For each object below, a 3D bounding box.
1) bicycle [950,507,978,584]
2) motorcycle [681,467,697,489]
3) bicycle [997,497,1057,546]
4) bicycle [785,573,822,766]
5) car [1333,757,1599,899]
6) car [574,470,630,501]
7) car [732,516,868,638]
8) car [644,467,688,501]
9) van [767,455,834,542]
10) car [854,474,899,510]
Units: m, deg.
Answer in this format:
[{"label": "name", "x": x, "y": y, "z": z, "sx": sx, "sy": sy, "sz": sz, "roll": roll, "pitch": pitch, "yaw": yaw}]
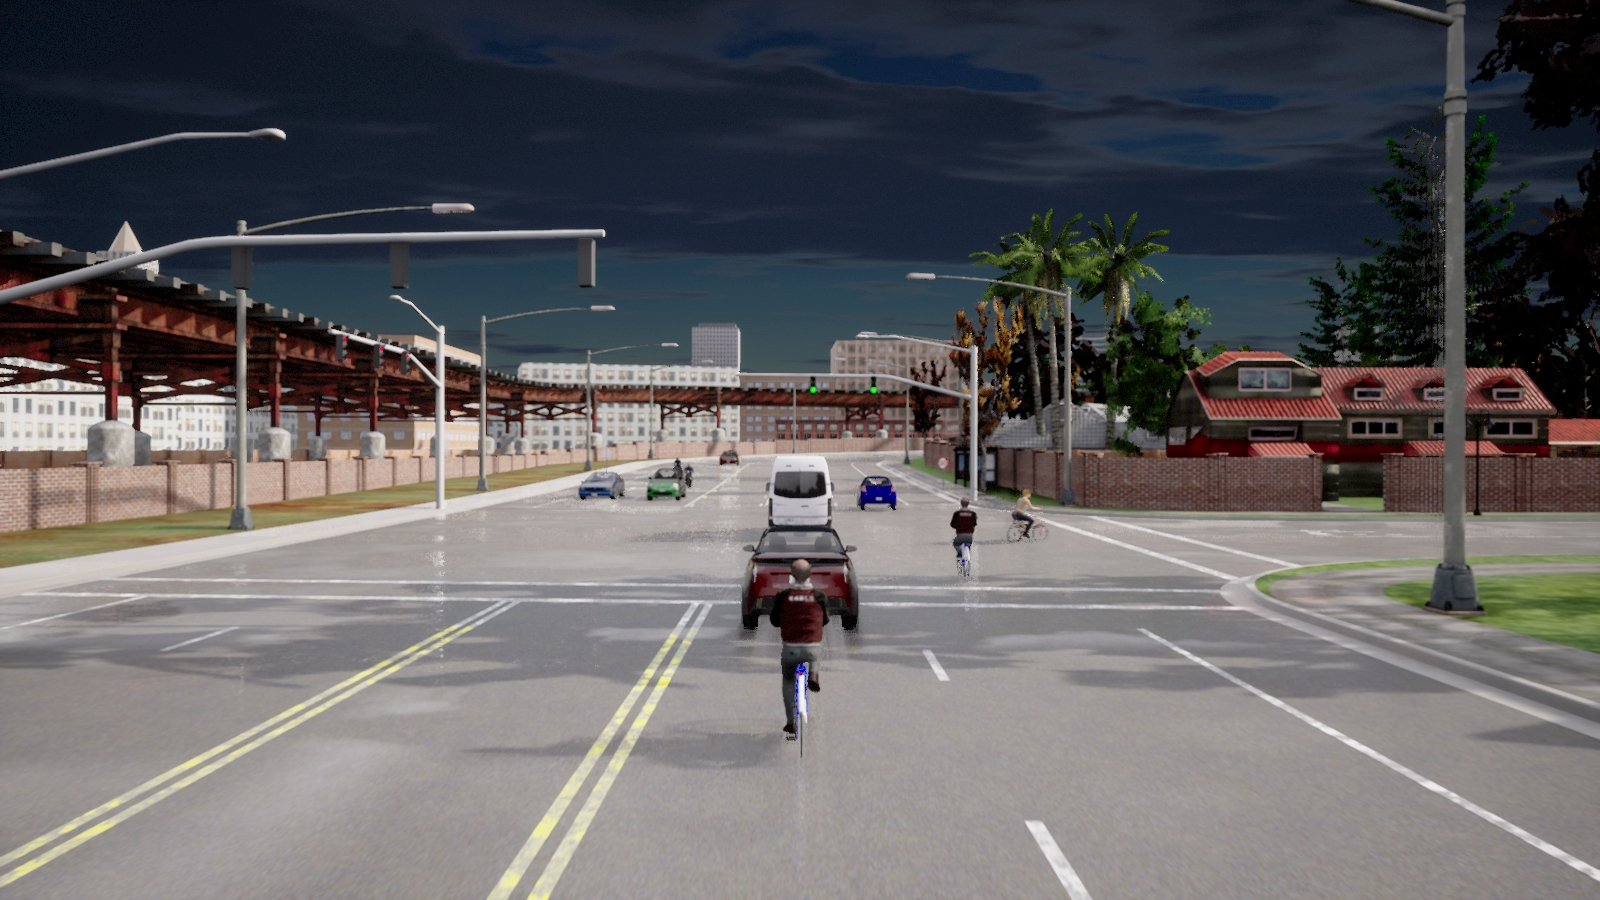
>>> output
[{"label": "bicycle", "x": 3.517, "y": 2.022, "z": 24.577, "sx": 0.329, "sy": 1.496, "sz": 1.835, "roll": 0, "pitch": 0, "yaw": 0}, {"label": "motorcycle", "x": -7.012, "y": 1.758, "z": 72.057, "sx": 0.856, "sy": 1.341, "sz": 1.805, "roll": 0, "pitch": 1, "yaw": 0}, {"label": "bicycle", "x": 6.734, "y": 2.101, "z": 33.852, "sx": 1.487, "sy": 1.301, "sz": 0.859, "roll": 0, "pitch": 3, "yaw": -27}, {"label": "bicycle", "x": 0.026, "y": 2.032, "z": 10.977, "sx": 0.329, "sy": 1.496, "sz": 1.835, "roll": 0, "pitch": 0, "yaw": 0}, {"label": "car", "x": 3.369, "y": 2.108, "z": 2.495, "sx": 2.033, "sy": 1.411, "sz": 5.357, "roll": 0, "pitch": 0, "yaw": 2}, {"label": "car", "x": -10.501, "y": 1.875, "z": 61.035, "sx": 2.033, "sy": 1.411, "sz": 5.357, "roll": 0, "pitch": 1, "yaw": 0}, {"label": "car", "x": 0.000, "y": 2.013, "z": 19.169, "sx": 2.007, "sy": 1.525, "sz": 4.514, "roll": 0, "pitch": 0, "yaw": 0}, {"label": "car", "x": -7.001, "y": 1.784, "z": 60.161, "sx": 1.851, "sy": 1.617, "sz": 3.988, "roll": 0, "pitch": 1, "yaw": 0}, {"label": "van", "x": 0.011, "y": 1.472, "z": 37.371, "sx": 1.988, "sy": 2.561, "sz": 5.915, "roll": 0, "pitch": 0, "yaw": 0}, {"label": "car", "x": 3.499, "y": 1.921, "z": 52.667, "sx": 1.845, "sy": 1.501, "sz": 3.633, "roll": 0, "pitch": 0, "yaw": 0}]
